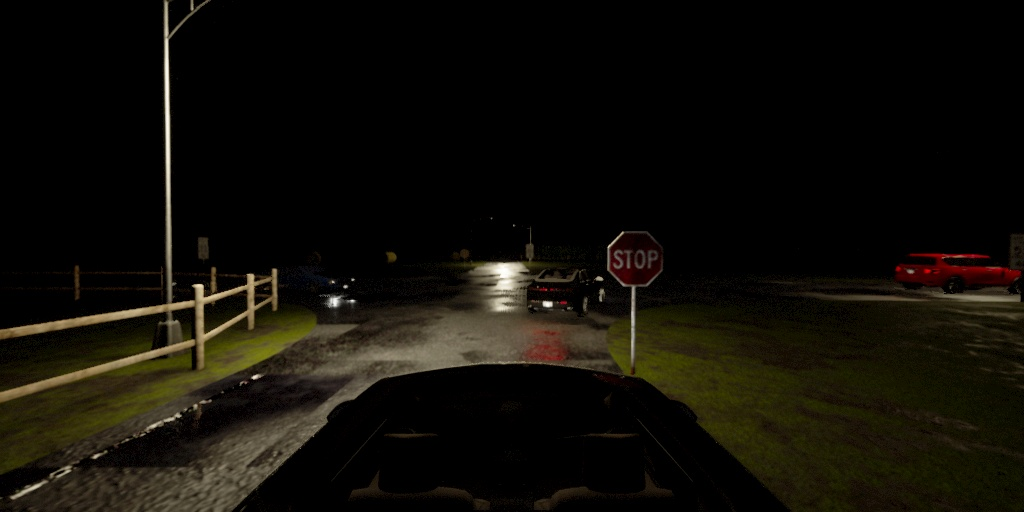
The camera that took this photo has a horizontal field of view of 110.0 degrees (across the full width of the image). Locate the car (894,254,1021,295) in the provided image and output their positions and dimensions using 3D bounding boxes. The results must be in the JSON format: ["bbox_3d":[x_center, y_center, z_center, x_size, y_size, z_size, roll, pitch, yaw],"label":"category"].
[{"bbox_3d":[23.756,0.919,18.968,5.566,2.045,2.150,0,1,0],"label":"car"}]

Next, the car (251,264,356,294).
[{"bbox_3d":[-10.802,1.110,18.411,5.357,1.411,2.033,0,1,15],"label":"car"}]

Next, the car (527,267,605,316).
[{"bbox_3d":[2.056,1.145,12.899,1.837,1.490,4.892,0,1,24],"label":"car"}]
